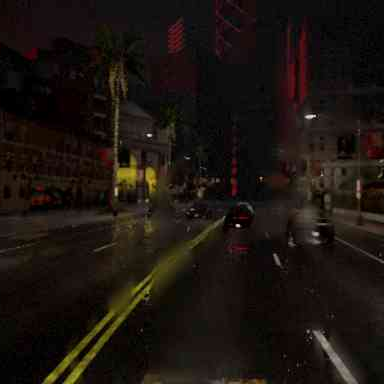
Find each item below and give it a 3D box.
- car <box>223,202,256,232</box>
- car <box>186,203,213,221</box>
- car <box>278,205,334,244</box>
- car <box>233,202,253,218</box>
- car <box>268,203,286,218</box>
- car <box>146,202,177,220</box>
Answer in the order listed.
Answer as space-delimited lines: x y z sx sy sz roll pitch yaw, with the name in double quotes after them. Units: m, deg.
3.063 1.683 21.550 1.837 1.490 4.892 0 0 10 "car"
0.758 1.736 29.741 1.837 1.490 4.892 0 -1 10 "car"
5.803 1.640 16.883 2.128 1.511 4.902 0 -1 10 "car"
5.318 1.807 34.380 1.812 1.442 4.674 0 0 10 "car"
8.745 1.835 33.602 2.033 1.411 5.357 0 -1 9 "car"
-2.690 1.728 30.343 1.837 1.490 4.892 0 -1 10 "car"
